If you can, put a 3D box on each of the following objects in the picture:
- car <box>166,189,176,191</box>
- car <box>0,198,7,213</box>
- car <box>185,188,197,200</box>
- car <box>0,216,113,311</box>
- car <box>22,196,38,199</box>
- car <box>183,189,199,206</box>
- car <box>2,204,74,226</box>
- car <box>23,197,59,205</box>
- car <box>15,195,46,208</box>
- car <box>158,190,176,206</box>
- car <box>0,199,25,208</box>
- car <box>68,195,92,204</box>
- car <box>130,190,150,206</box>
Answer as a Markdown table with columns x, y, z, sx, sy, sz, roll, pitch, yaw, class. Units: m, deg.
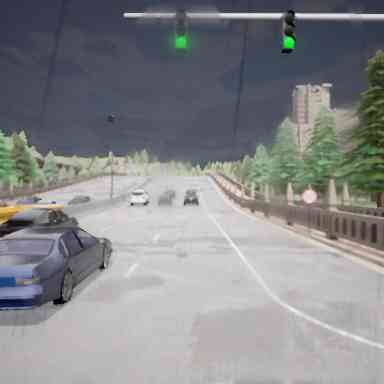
| x | y | z | sx | sy | sz | roll | pitch | yaw | class |
| --- | --- | --- | --- | --- | --- | --- | --- | --- | --- |
| -3.671 | 0.177 | 55.888 | 2.128 | 1.511 | 4.902 | 0 | 6 | 0 | car |
| -21.054 | 1.444 | 33.641 | 1.882 | 1.535 | 5.008 | 0 | 1 | 0 | car |
| -0.171 | 0.233 | 55.913 | 2.033 | 1.411 | 5.357 | 0 | 6 | 0 | car |
| -3.401 | 1.548 | 8.049 | 2.033 | 1.411 | 5.357 | 0 | 0 | 0 | car |
| -17.561 | 1.480 | 36.210 | 1.994 | 1.385 | 4.181 | 0 | 1 | 0 | car |
| -0.114 | 0.855 | 45.846 | 2.097 | 1.767 | 4.553 | 0 | 3 | 0 | car |
| -6.902 | 1.505 | 15.585 | 1.837 | 1.490 | 4.892 | 0 | 0 | 0 | car |
| -14.081 | 1.512 | 32.013 | 1.812 | 1.442 | 4.674 | 0 | 0 | 0 | car |
| -21.102 | 1.192 | 43.572 | 1.994 | 1.385 | 4.181 | 0 | 3 | 0 | car |
| -3.613 | 1.023 | 45.592 | 1.837 | 1.490 | 4.892 | 0 | 4 | 0 | car |
| -14.098 | 1.492 | 23.050 | 2.128 | 1.511 | 4.902 | 0 | 0 | 0 | car |
| -14.100 | 1.210 | 42.057 | 1.837 | 1.490 | 4.892 | 0 | 3 | 0 | car |
| -7.113 | 0.730 | 45.694 | 2.150 | 2.045 | 5.566 | 0 | 4 | 0 | car |
